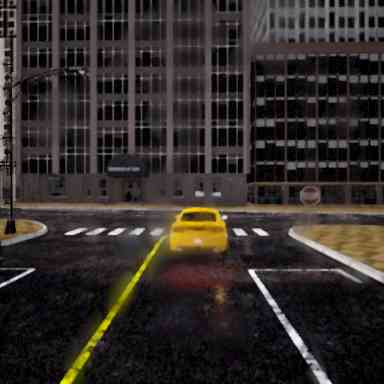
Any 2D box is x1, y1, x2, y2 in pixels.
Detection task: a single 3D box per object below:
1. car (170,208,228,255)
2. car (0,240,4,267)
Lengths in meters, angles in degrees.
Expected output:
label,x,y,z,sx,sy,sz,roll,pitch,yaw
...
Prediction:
label,x,y,z,sx,sy,sz,roll,pitch,yaw
car,0.339,1.346,12.743,1.882,1.535,5.008,0,1,4
car,-5.731,1.479,6.887,2.008,1.369,4.403,1,1,1
